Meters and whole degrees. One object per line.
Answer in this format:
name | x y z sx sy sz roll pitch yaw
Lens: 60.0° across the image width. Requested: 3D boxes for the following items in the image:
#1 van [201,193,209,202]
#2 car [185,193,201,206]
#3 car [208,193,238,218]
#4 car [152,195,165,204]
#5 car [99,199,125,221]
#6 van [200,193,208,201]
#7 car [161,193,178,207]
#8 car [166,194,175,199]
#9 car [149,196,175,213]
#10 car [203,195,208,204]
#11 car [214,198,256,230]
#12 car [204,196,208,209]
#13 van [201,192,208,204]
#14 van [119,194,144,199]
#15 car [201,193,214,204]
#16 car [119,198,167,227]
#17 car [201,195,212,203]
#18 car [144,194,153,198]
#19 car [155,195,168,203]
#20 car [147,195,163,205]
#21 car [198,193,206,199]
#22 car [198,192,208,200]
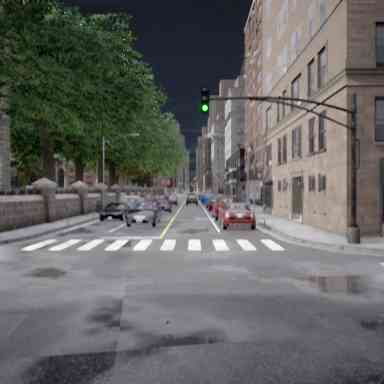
van | 2.667 1.093 69.151 1.690 1.788 3.998 0 0 0
car | -0.002 1.320 51.489 1.837 1.490 4.892 0 0 0
car | 2.669 1.222 25.885 2.192 1.841 5.009 0 0 0
car | -5.858 1.335 58.347 1.887 1.381 4.507 0 0 0
car | -5.857 1.473 25.903 1.947 1.339 4.313 0 0 0
van | 2.666 1.073 74.559 1.690 1.788 3.998 0 0 0
car | -3.063 1.302 49.042 1.882 1.535 5.008 0 0 0
car | -5.860 1.223 90.790 2.008 1.369 4.403 0 0 0
car | -3.099 1.439 34.670 1.994 1.385 4.181 0 0 0
car | 2.668 1.431 42.111 1.802 1.307 4.206 0 0 0
car | 2.669 1.366 20.478 1.967 1.590 4.097 0 0 0
car | 2.668 1.413 36.702 1.887 1.381 4.507 0 0 0
van | 2.668 1.151 52.927 1.690 1.788 3.998 0 0 0
van | -5.857 1.229 31.309 1.690 1.788 3.998 0 0 0
car | 2.667 1.106 58.335 2.192 1.841 5.009 0 0 0
car | -3.097 1.412 22.053 2.128 1.511 4.902 0 0 0
car | 2.666 1.337 63.743 1.947 1.339 4.313 0 0 0
car | -5.857 1.308 36.717 1.967 1.590 4.097 0 0 0
car | -5.859 1.322 63.754 2.008 1.369 4.403 0 0 0
car | -5.858 1.250 52.939 1.967 1.590 4.097 0 0 0
car | 2.666 1.112 90.785 1.967 1.590 4.097 0 0 0
car | 2.666 1.027 79.968 2.192 1.841 5.009 0 0 0
